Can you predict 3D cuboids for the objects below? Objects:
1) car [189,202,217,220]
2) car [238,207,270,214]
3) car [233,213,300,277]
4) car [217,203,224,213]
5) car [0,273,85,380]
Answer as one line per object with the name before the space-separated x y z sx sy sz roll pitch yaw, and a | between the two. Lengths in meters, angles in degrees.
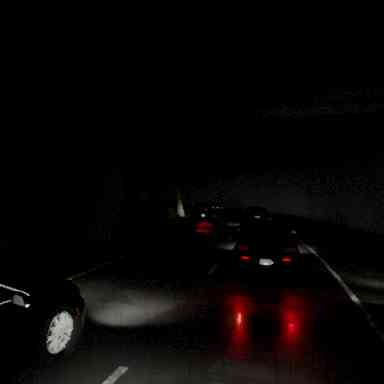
car | 0.835 1.753 30.918 1.837 1.490 4.892 1 0 -3
car | 4.201 1.746 22.150 1.837 1.490 4.892 1 0 4
car | 2.385 1.648 10.752 1.812 1.442 4.674 1 0 12
car | 2.237 1.900 41.704 2.033 1.411 5.357 1 0 -18
car | -3.067 1.477 3.341 1.837 1.490 4.892 1 -1 18
